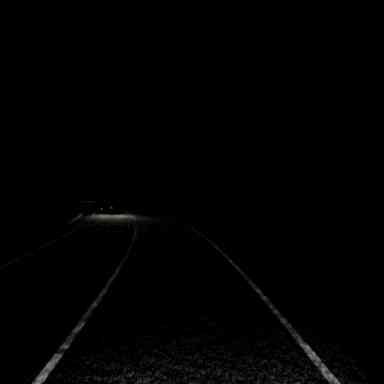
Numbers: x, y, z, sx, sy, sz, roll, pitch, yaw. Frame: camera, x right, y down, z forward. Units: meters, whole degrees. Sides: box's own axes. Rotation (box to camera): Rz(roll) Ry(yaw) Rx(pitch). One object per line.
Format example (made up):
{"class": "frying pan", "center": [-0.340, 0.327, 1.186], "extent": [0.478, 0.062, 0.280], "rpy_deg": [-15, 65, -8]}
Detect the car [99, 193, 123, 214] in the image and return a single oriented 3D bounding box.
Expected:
{"class": "car", "center": [-8.570, 1.161, 34.961], "extent": [2.150, 2.045, 5.566], "rpy_deg": [1, 0, -16]}

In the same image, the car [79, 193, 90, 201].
{"class": "car", "center": [-23.766, 1.014, 73.515], "extent": [2.097, 1.767, 4.553], "rpy_deg": [2, 0, -24]}
